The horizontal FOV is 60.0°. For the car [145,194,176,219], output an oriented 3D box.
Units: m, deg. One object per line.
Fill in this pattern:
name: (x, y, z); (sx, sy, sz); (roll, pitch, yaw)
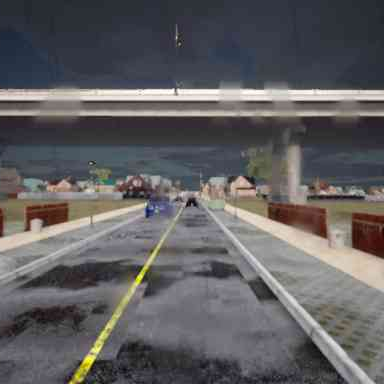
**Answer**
car: (-2.854, 1.246, 29.873); (2.150, 2.045, 5.566); (0, 0, 0)

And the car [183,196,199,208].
car: (0.002, 1.553, 48.398); (1.812, 1.442, 4.674); (0, 0, 0)

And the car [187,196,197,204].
car: (-0.015, 1.576, 67.142); (2.033, 1.411, 5.357); (0, 0, 0)

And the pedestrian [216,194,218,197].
pedestrian: (3.000, 1.169, 40.863); (0.375, 1.860, 0.375); (1, -1, 0)

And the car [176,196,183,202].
car: (-2.768, 1.507, 72.183); (2.033, 1.411, 5.357); (0, 0, 0)
